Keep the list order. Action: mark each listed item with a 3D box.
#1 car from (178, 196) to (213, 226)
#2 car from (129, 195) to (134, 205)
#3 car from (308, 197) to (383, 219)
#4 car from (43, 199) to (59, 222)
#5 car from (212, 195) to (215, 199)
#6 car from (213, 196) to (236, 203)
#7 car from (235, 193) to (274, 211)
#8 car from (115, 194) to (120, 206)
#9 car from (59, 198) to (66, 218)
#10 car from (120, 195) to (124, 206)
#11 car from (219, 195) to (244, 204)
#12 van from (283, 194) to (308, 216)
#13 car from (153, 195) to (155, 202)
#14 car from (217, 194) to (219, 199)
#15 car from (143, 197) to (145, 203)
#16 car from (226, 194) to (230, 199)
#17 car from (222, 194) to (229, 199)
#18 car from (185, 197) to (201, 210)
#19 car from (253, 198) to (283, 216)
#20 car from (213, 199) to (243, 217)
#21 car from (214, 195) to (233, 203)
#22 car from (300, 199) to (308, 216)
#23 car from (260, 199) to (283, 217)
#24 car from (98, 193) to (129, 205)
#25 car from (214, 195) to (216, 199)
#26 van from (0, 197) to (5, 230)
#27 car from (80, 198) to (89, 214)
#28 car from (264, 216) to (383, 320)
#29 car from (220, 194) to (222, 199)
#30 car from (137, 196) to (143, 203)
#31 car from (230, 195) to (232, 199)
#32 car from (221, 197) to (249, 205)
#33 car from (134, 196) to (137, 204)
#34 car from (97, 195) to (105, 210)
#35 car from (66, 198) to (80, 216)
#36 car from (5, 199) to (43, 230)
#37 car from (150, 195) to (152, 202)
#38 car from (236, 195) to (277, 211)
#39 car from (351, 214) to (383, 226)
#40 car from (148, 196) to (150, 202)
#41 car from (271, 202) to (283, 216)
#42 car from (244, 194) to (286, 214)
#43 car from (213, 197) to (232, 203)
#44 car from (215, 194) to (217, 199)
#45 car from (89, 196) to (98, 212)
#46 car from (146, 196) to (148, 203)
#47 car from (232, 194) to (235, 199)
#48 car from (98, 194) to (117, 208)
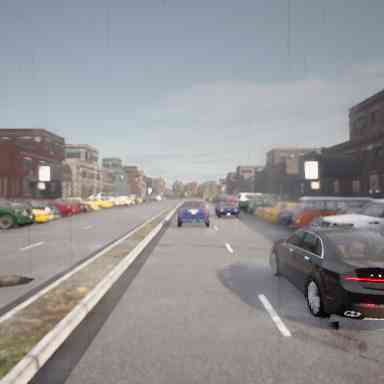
[{"bbox_3d":[0.107,1.345,23.387,2.097,1.767,4.553,0,0,0],"label":"car"},{"bbox_3d":[-12.763,1.180,54.044,5.566,2.045,2.435,0,0,0],"label":"car"},{"bbox_3d":[7.614,1.240,12.395,5.566,2.045,2.435,0,0,0],"label":"car"},{"bbox_3d":[-12.670,1.469,23.606,5.366,1.575,1.946,0,0,0],"label":"car"},{"bbox_3d":[7.682,1.441,73.046,5.566,2.045,2.435,0,-1,0],"label":"car"},{"bbox_3d":[7.649,1.776,78.556,5.008,1.535,2.097,0,-1,0],"label":"car"},{"bbox_3d":[7.618,1.180,34.460,5.566,2.045,2.435,0,0,0],"label":"car"},{"bbox_3d":[-12.811,1.432,45.831,4.674,1.452,2.002,0,0,0],"label":"car"},{"bbox_3d":[-12.881,1.337,26.262,4.553,1.767,2.185,0,0,0],"label":"car"},{"bbox_3d":[-12.800,1.438,48.489,4.674,1.452,2.002,0,0,0],"label":"car"},{"bbox_3d":[7.683,1.445,64.773,4.553,1.767,2.185,0,-1,0],"label":"car"},{"bbox_3d":[7.527,1.260,17.912,4.442,1.987,1.878,0,0,0],"label":"van"},{"bbox_3d":[-12.722,1.885,84.725,5.008,1.535,2.097,0,-1,0],"label":"car"},{"bbox_3d":[7.465,1.460,56.502,5.366,1.575,1.946,0,-1,0],"label":"car"},{"bbox_3d":[-12.947,1.615,68.053,5.366,1.575,1.946,0,-1,0],"label":"car"},{"bbox_3d":[7.643,1.400,45.483,5.008,1.535,2.097,0,0,0],"label":"car"},{"bbox_3d":[7.620,1.157,48.241,5.566,2.045,2.435,0,0,0],"label":"car"},{"bbox_3d":[0.108,1.404,41.707,1.882,1.535,5.008,0,0,0],"label":"car"},{"bbox_3d":[7.830,1.461,26.187,5.366,1.575,1.946,0,0,0],"label":"car"},{"bbox_3d":[3.105,1.570,30.304,1.895,1.301,4.718,0,0,0],"label":"car"},{"bbox_3d":[7.623,1.695,81.314,4.553,1.767,2.185,0,-1,0],"label":"car"},{"bbox_3d":[7.674,1.364,15.154,4.553,1.767,2.185,0,0,0],"label":"car"},{"bbox_3d":[7.830,1.470,23.428,5.366,1.575,1.946,0,0,0],"label":"car"},{"bbox_3d":[-12.983,1.409,51.263,5.366,1.575,1.946,0,0,0],"label":"car"},{"bbox_3d":[7.650,1.691,70.284,4.674,1.452,2.002,0,-1,0],"label":"car"},{"bbox_3d":[-12.985,1.260,17.923,4.442,1.987,1.878,0,0,0],"label":"van"},{"bbox_3d":[-12.867,1.468,31.821,4.792,1.488,2.163,0,0,0],"label":"car"},{"bbox_3d":[3.101,1.516,7.401,1.837,1.490,4.892,0,0,0],"label":"car"},{"bbox_3d":[7.621,1.167,50.994,5.566,2.045,2.435,0,0,0],"label":"car"},{"bbox_3d":[-12.774,1.577,65.273,4.892,1.521,2.231,0,-1,0],"label":"car"},{"bbox_3d":[7.677,1.434,42.731,4.792,1.488,2.163,0,0,0],"label":"car"},{"bbox_3d":[7.648,1.536,59.259,4.674,1.452,2.002,0,-1,0],"label":"car"},{"bbox_3d":[-12.748,1.368,59.595,4.553,1.767,2.185,0,-1,0],"label":"car"},{"bbox_3d":[-12.831,1.412,37.504,5.008,1.535,2.097,0,0,0],"label":"car"},{"bbox_3d":[-12.838,1.451,29.041,5.008,1.535,2.097,0,0,0],"label":"car"},{"bbox_3d":[-12.831,1.228,20.822,5.566,2.045,2.435,0,0,0],"label":"car"},{"bbox_3d":[-12.733,1.792,79.043,4.892,1.521,2.231,0,-1,0],"label":"car"},{"bbox_3d":[7.678,1.283,39.973,4.553,1.767,2.185,0,0,0],"label":"car"},{"bbox_3d":[7.613,1.522,9.638,4.792,1.488,2.163,0,0,0],"label":"car"},{"bbox_3d":[-12.750,1.745,76.263,5.008,1.535,2.097,0,-1,0],"label":"car"},{"bbox_3d":[7.641,1.520,20.671,4.674,1.452,2.002,0,0,0],"label":"car"},{"bbox_3d":[7.615,1.318,31.703,4.553,1.767,2.185,0,0,0],"label":"car"},{"bbox_3d":[7.684,1.895,84.068,4.792,1.488,2.163,0,-1,0],"label":"car"},{"bbox_3d":[7.681,1.640,67.528,4.792,1.488,2.163,0,-1,0],"label":"car"},{"bbox_3d":[-12.838,1.427,34.601,4.892,1.521,2.231,0,0,0],"label":"car"},{"bbox_3d":[-12.721,1.731,73.485,4.792,1.488,2.163,0,-1,0],"label":"car"},{"bbox_3d":[7.675,1.169,37.218,5.566,2.045,2.435,0,0,0],"label":"car"},{"bbox_3d":[-13.000,1.391,43.061,5.366,1.575,1.946,0,0,0],"label":"car"}]
